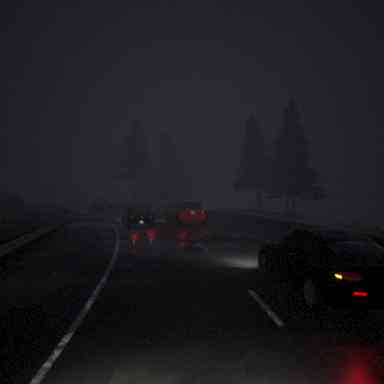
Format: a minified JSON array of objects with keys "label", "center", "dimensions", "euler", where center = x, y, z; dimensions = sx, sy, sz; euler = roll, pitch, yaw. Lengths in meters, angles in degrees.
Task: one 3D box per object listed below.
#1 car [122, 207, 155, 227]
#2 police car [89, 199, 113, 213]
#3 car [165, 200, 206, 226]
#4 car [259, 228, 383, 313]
[{"label":"car","center":[-4.014,1.721,24.216],"dimensions":[1.895,1.301,4.718],"euler":[0,0,-17]},{"label":"police car","center":[-10.931,1.638,39.770],"dimensions":[1.930,1.638,5.238],"euler":[0,-1,-29]},{"label":"car","center":[-0.588,1.462,24.782],"dimensions":[2.097,1.767,4.553],"euler":[0,0,-17]},{"label":"car","center":[2.996,1.549,7.642],"dimensions":[1.812,1.442,4.674],"euler":[0,0,-6]}]
